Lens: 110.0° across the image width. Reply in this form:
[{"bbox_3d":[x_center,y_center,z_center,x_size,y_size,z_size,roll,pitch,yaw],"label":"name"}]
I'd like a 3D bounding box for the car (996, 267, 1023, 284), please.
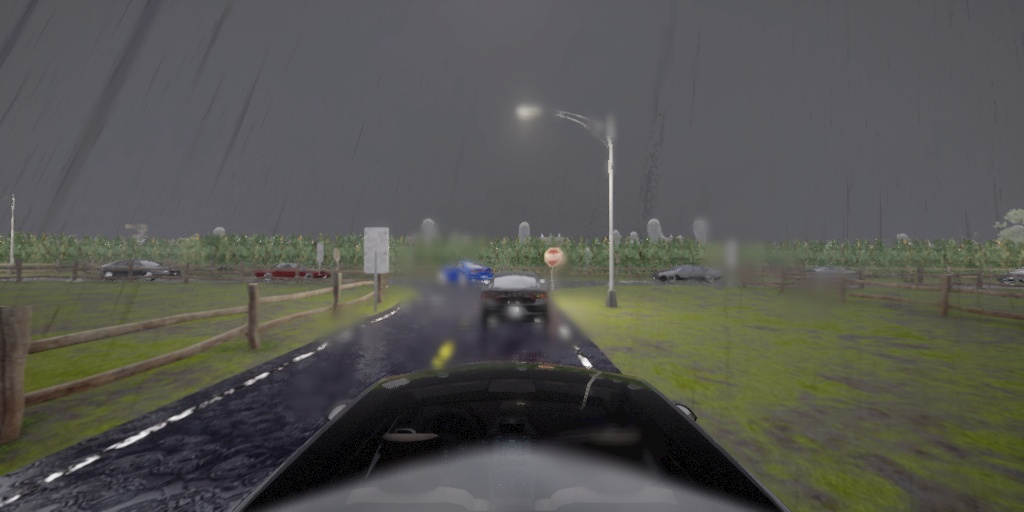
[{"bbox_3d":[41.742,1.571,28.482,4.902,1.511,2.128,1,-1,1],"label":"car"}]

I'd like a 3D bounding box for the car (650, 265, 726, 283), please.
[{"bbox_3d":[14.020,1.391,28.672,5.357,1.411,2.033,0,-1,0],"label":"car"}]

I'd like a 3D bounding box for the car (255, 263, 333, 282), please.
[{"bbox_3d":[-15.606,1.178,25.851,4.718,1.301,1.895,0,-1,2],"label":"car"}]

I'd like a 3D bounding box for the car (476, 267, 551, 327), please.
[{"bbox_3d":[0.101,1.209,11.442,1.882,1.535,5.008,0,0,0],"label":"car"}]

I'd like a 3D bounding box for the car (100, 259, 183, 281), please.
[{"bbox_3d":[-26.757,1.007,25.950,4.892,1.490,1.837,1,-1,0],"label":"car"}]

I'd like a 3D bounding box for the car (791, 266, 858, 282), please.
[{"bbox_3d":[24.877,1.496,28.605,4.181,1.385,1.994,0,-1,1],"label":"car"}]

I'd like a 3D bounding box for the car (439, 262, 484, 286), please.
[{"bbox_3d":[-3.303,1.160,25.066,1.882,1.535,5.008,2,-1,-37],"label":"car"}]
